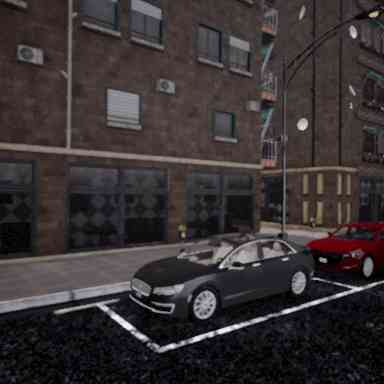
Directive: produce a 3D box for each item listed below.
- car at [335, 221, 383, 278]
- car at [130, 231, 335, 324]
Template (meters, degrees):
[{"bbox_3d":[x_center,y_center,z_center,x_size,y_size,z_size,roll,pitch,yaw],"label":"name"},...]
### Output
[{"bbox_3d":[5.428,1.645,10.435,4.507,1.381,1.887,1,0,-36],"label":"car"},{"bbox_3d":[0.841,1.597,7.160,4.403,1.369,2.008,1,0,-36],"label":"car"}]
